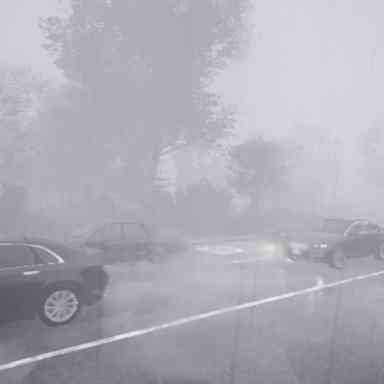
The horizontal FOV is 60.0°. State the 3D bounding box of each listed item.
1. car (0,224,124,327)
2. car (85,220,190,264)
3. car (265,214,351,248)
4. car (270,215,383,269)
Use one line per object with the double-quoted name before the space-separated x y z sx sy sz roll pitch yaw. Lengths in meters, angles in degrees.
"car" -3.850 1.511 5.533 4.892 1.490 1.837 1 -1 -35
"car" -2.651 1.611 10.681 5.357 1.411 2.033 1 -1 -35
"car" 5.910 1.863 16.774 4.181 1.385 1.994 2 -1 -35
"car" 5.363 1.717 12.091 4.902 1.511 2.128 2 -1 -35
